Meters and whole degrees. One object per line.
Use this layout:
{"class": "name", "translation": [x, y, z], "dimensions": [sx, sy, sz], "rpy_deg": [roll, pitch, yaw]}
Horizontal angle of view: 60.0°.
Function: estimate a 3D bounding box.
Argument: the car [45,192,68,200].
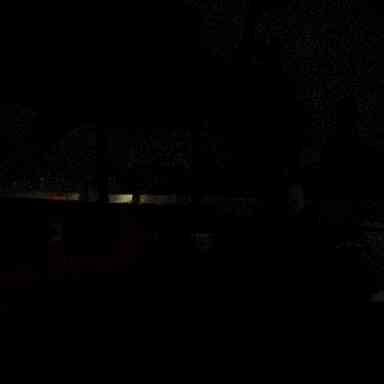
{"class": "car", "translation": [-19.087, 1.030, 46.684], "dimensions": [2.150, 2.045, 5.566], "rpy_deg": [-1, 0, -36]}
